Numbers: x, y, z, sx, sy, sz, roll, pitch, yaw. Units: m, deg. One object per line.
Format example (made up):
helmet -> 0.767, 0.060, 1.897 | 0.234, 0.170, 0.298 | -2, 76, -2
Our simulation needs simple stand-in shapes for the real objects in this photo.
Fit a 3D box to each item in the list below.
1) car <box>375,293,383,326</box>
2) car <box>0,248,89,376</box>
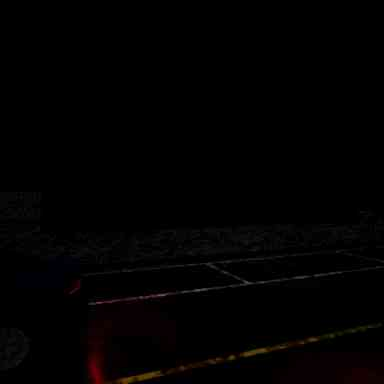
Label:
car -> 5.017, 1.605, 4.684 | 4.718, 1.301, 1.895 | 0, 0, -23
car -> -3.970, 1.483, 4.351 | 5.008, 1.535, 1.882 | 0, 0, -23
